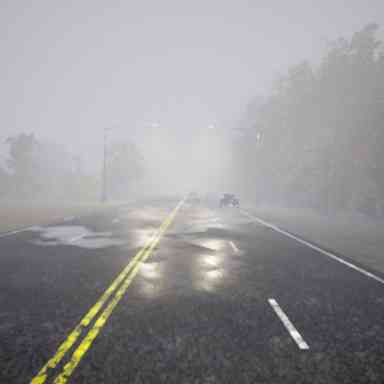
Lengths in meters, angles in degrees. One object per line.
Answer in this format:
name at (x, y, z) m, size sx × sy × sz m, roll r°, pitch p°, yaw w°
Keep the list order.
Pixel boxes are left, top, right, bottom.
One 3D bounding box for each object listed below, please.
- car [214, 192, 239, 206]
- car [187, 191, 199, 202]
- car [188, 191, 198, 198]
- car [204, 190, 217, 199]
car at (3.326, 0.796, 31.024) m, size 1.837 × 1.490 × 4.892 m, roll 2°, pitch 1°, yaw 0°
car at (0.208, 0.851, 53.153) m, size 2.033 × 1.411 × 5.357 m, roll 2°, pitch 1°, yaw 0°
car at (0.154, 0.562, 73.464) m, size 2.128 × 1.511 × 4.902 m, roll 2°, pitch 1°, yaw 0°
car at (3.390, 0.404, 62.611) m, size 2.128 × 1.511 × 4.902 m, roll 2°, pitch 1°, yaw 0°
